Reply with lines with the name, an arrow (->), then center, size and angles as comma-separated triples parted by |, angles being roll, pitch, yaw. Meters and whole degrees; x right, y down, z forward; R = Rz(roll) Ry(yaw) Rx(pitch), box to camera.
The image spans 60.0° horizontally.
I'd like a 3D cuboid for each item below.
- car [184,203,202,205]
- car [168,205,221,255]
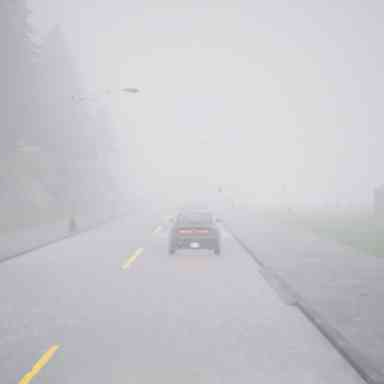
car -> 0.080, 1.482, 23.371 | 1.812, 1.442, 4.674 | 0, 0, 1
car -> 0.100, 1.480, 13.240 | 1.837, 1.490, 4.892 | 0, 0, 0
